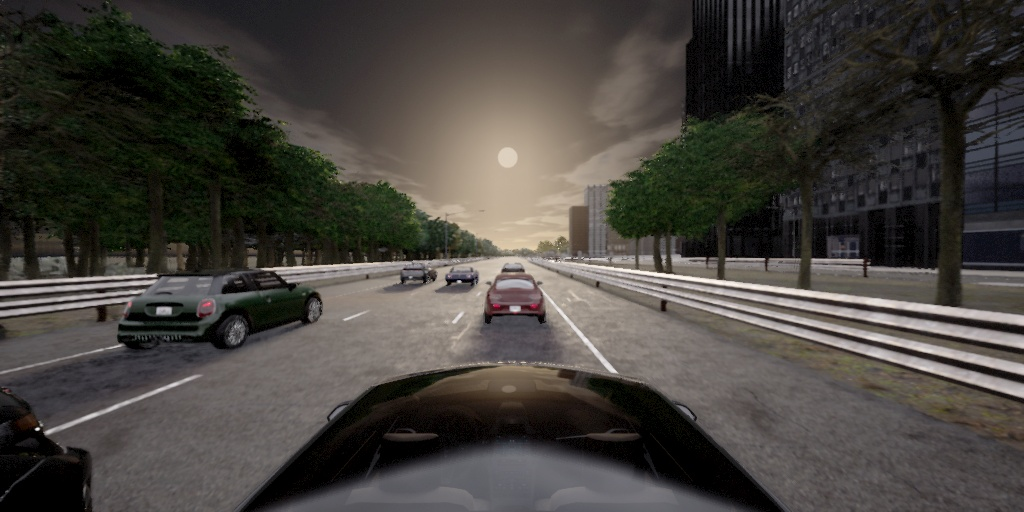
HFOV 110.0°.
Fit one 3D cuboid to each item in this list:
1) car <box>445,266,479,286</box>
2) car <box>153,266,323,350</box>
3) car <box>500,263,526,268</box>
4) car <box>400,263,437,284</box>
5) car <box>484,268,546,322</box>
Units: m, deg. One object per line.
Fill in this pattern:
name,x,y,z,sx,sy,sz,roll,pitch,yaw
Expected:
car,-3.407,1.372,25.424,1.895,1.301,4.718,0,0,0
car,-6.903,1.110,9.239,2.097,1.767,4.553,0,0,0
car,0.091,1.251,28.436,1.882,1.535,5.008,0,0,0
car,-6.908,1.264,26.887,2.128,1.511,4.902,0,0,0
car,0.082,1.286,12.165,1.812,1.442,4.674,0,0,0
